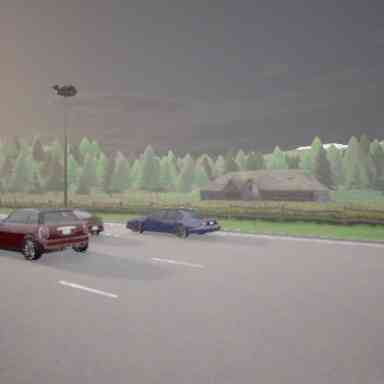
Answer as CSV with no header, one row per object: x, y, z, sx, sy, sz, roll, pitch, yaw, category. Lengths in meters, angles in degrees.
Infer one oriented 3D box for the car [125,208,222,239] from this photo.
-1.089,1.570,17.661,5.357,1.411,2.033,0,0,35,car

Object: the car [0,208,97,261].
-5.996,1.376,12.561,4.553,1.767,2.097,0,0,35,car

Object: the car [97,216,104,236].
-6.508,1.556,17.226,4.674,1.442,1.812,0,0,35,car
